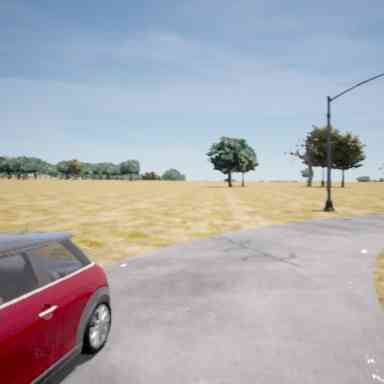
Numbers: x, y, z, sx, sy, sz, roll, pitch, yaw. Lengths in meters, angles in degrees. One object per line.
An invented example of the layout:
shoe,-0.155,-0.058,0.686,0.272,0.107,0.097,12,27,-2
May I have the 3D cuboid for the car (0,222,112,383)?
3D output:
car,-2.607,1.303,3.203,2.097,1.767,4.553,1,0,13
